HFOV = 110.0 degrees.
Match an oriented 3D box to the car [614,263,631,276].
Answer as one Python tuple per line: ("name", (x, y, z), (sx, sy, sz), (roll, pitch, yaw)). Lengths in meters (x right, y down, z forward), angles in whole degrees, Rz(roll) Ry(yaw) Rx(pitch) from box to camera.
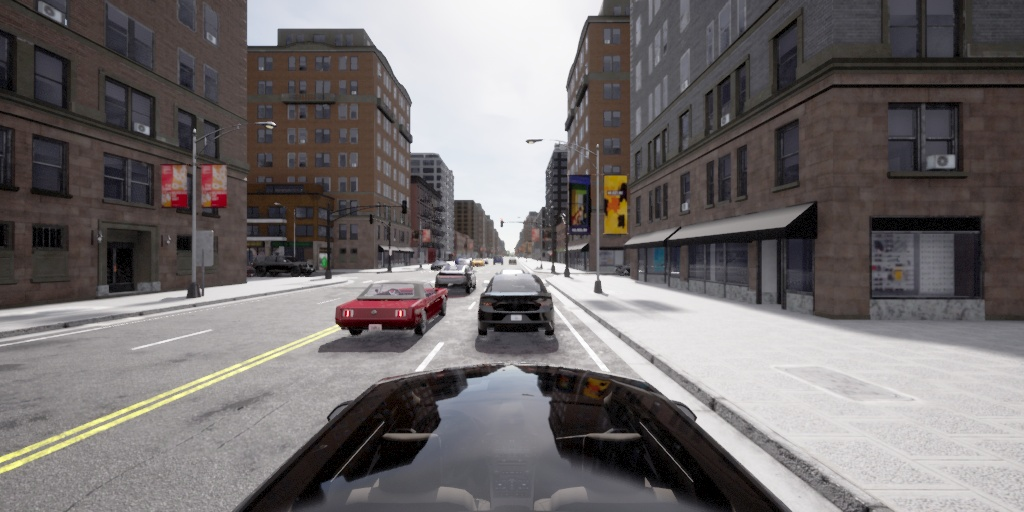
("car", (13.305, 1.276, 37.789), (4.902, 1.511, 2.128), (0, 0, 0))

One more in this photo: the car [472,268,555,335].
("car", (0.111, 1.227, 10.478), (1.882, 1.535, 5.008), (0, 0, 0))

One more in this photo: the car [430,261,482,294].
("car", (-3.110, 1.240, 20.393), (2.128, 1.511, 4.902), (0, 0, 0))

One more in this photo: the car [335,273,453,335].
("car", (-3.133, 1.350, 10.458), (1.895, 1.301, 4.718), (0, 0, 0))

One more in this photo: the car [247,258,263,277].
("car", (-25.359, 1.169, 32.223), (4.097, 1.591, 1.967), (0, 0, 0))

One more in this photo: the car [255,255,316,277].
("car", (-22.125, 0.961, 34.740), (5.566, 2.045, 2.150), (0, 0, 0))

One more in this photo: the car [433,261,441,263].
("car", (-9.767, 1.306, 48.934), (1.994, 1.385, 4.181), (0, 0, 1))

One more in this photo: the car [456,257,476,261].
("car", (-6.477, 1.233, 48.870), (2.128, 1.511, 4.902), (0, 0, -1))
